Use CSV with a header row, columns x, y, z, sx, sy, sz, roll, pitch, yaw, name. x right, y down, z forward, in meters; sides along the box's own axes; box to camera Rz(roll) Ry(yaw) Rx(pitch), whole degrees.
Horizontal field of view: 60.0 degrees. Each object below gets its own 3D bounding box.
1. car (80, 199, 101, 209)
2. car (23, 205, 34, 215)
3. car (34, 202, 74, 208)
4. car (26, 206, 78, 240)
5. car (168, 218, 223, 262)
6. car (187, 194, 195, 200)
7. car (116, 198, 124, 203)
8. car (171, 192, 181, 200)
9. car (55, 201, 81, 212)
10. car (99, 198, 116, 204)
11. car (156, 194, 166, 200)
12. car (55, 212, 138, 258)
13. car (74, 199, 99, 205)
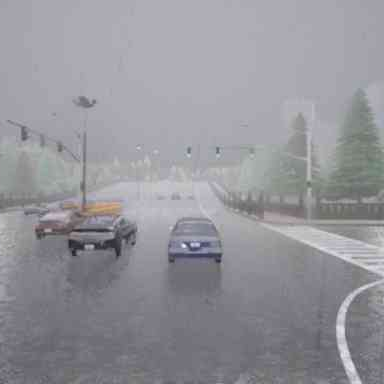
x,y,z,sx,sy,sz,roll,pitch,yaw,name
-17.572,1.989,57.714,2.128,1.511,4.902,0,1,0,car
-17.605,1.996,38.576,1.895,1.301,4.718,0,-1,0,car
-14.056,1.876,34.143,1.812,1.442,4.674,0,-1,-2,car
-6.904,1.714,18.242,1.812,1.442,4.674,0,-1,0,car
0.098,1.679,12.607,2.033,1.411,5.357,0,-1,0,car
-0.181,1.093,76.743,1.895,1.301,4.718,0,6,0,car
-14.102,1.906,63.025,2.033,1.411,5.357,0,2,0,car
-3.681,0.853,76.723,2.097,1.767,4.553,0,6,0,car
-17.585,2.050,47.390,1.994,1.385,4.181,0,-1,1,car
-14.071,1.881,52.586,2.097,1.767,4.553,0,0,0,car
-7.181,1.087,76.757,1.895,1.301,4.718,0,6,0,car
-3.403,1.631,13.471,2.128,1.511,4.902,0,-1,0,car
-14.100,1.924,43.477,1.882,1.535,5.008,0,-1,0,car
